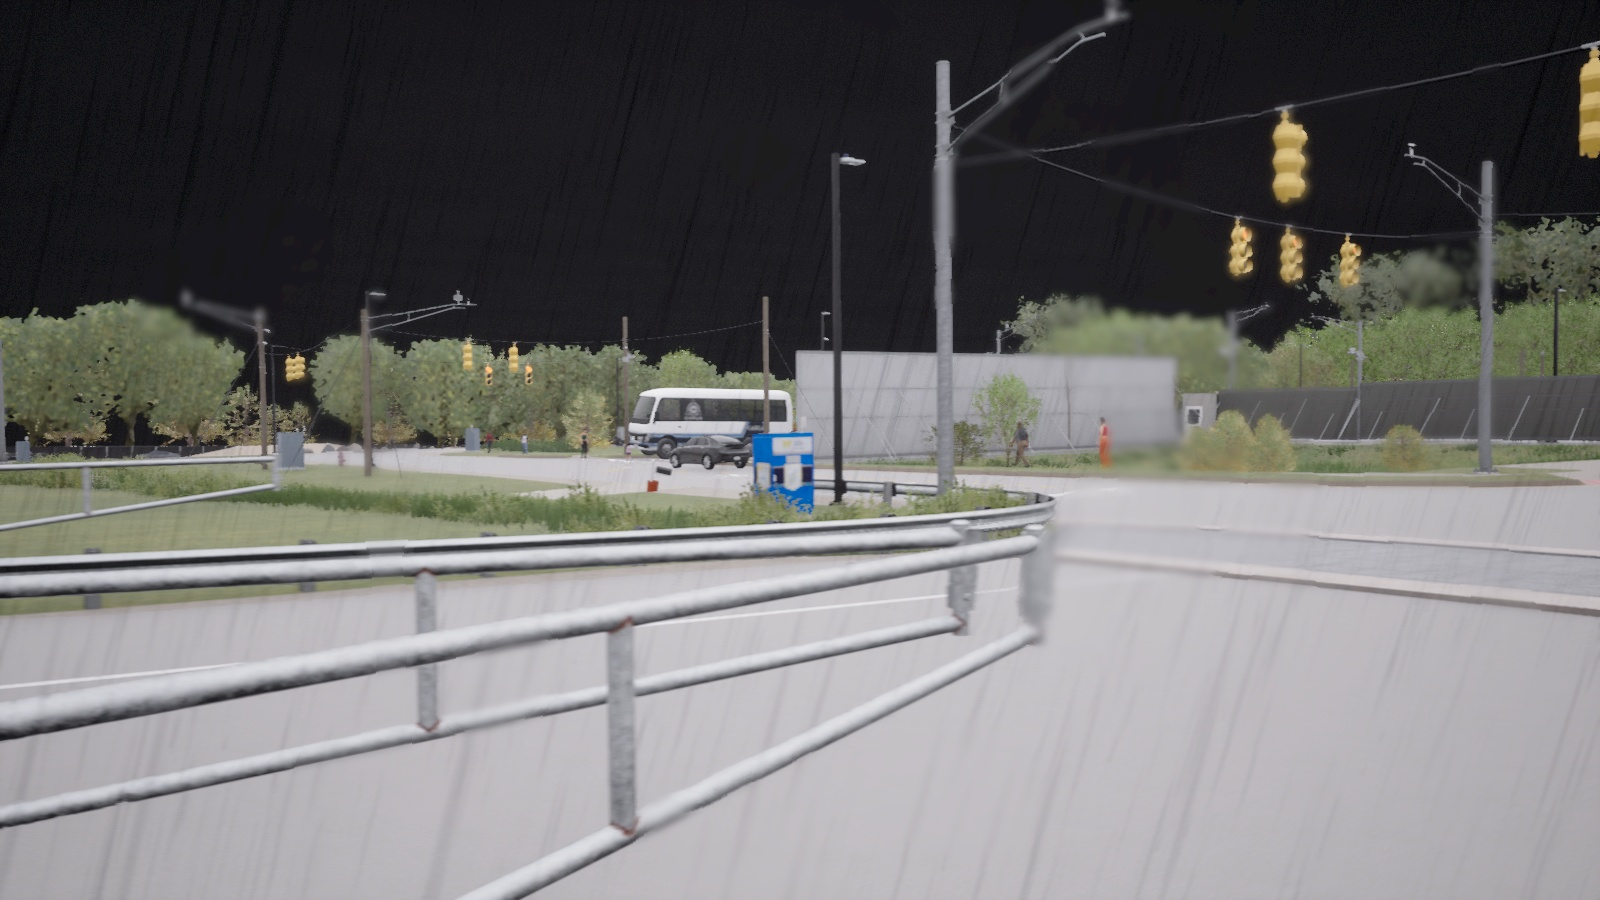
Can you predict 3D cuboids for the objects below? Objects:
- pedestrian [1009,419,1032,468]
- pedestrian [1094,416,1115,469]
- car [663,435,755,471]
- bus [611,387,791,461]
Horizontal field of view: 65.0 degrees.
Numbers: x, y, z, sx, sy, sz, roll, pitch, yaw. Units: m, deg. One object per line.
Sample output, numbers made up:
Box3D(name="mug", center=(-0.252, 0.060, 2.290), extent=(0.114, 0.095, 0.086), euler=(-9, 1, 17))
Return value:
Box3D(name="pedestrian", center=(8.521, -0.255, 48.554), extent=(0.540, 1.848, 0.694), euler=(-2, 3, -34))
Box3D(name="pedestrian", center=(10.677, -0.277, 44.027), extent=(0.345, 1.836, 0.594), euler=(-2, 3, -37))
Box3D(name="car", center=(-4.115, 0.110, 56.216), extent=(1.837, 1.490, 4.892), euler=(-2, 2, -35))
Box3D(name="bus", center=(-6.070, -1.637, 77.643), extent=(10.273, 4.253, 3.944), euler=(0, 4, -29))
